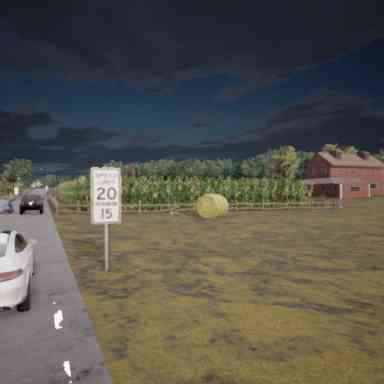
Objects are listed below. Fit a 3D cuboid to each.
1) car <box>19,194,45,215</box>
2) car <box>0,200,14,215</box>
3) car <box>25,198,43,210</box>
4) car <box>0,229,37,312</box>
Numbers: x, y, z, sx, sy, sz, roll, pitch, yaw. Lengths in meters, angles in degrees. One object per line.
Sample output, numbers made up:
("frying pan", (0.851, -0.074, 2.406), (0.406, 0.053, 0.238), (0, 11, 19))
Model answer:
("car", (-16.931, 1.261, 35.230), (2.150, 2.045, 5.566), (0, 0, -23))
("car", (-19.813, 1.578, 34.742), (1.812, 1.442, 4.674), (0, 0, -24))
("car", (-21.176, 1.589, 44.625), (2.033, 1.411, 5.357), (0, 0, -24))
("car", (-4.441, 1.533, 7.158), (1.812, 1.442, 4.674), (0, 0, -24))
